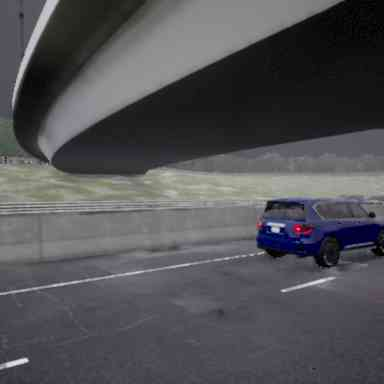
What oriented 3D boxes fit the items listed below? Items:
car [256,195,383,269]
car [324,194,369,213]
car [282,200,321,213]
[{"bbox_3d":[4.644,1.206,11.363,5.566,2.045,2.150,0,0,-36],"label":"car"},{"bbox_3d":[17.793,1.313,38.182,5.566,2.045,2.150,1,-1,-35],"label":"car"},{"bbox_3d":[12.889,1.670,38.988,4.718,1.301,1.895,0,0,-35],"label":"car"}]
